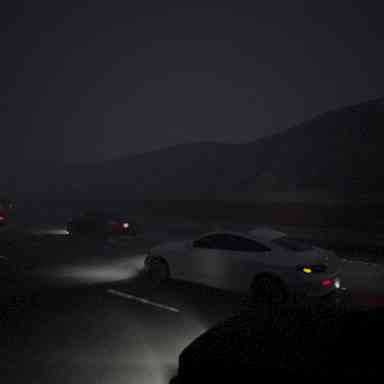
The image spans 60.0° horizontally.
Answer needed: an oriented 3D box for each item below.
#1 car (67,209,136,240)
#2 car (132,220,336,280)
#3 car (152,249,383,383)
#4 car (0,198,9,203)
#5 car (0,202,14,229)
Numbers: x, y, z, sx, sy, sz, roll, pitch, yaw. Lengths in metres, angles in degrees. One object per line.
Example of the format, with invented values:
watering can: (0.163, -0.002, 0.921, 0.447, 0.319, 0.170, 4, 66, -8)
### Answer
car: (-4.610, 1.535, 16.960, 4.181, 1.385, 1.994, 0, 0, 41)
car: (0.956, 1.530, 7.795, 4.674, 1.442, 1.812, 0, 0, 37)
car: (2.393, 1.561, 2.320, 5.357, 1.411, 2.033, 0, 0, 36)
car: (-17.209, 1.251, 28.722, 4.553, 1.767, 2.097, 0, 0, 43)
car: (-12.706, 1.474, 19.624, 5.357, 1.411, 2.033, 0, 0, 43)
